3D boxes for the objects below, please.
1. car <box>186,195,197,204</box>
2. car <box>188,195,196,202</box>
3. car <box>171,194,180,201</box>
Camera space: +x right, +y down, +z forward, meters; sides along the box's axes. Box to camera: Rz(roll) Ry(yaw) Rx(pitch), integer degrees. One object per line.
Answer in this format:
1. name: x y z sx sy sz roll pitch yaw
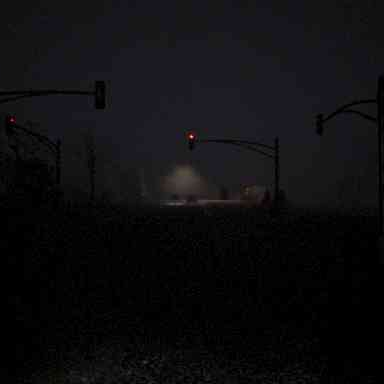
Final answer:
1. car: -0.064 1.424 68.028 2.097 1.767 4.553 0 0 0
2. car: -0.074 1.426 78.064 1.837 1.490 4.892 0 0 0
3. car: -3.569 1.195 72.230 1.837 1.490 4.892 0 0 0
